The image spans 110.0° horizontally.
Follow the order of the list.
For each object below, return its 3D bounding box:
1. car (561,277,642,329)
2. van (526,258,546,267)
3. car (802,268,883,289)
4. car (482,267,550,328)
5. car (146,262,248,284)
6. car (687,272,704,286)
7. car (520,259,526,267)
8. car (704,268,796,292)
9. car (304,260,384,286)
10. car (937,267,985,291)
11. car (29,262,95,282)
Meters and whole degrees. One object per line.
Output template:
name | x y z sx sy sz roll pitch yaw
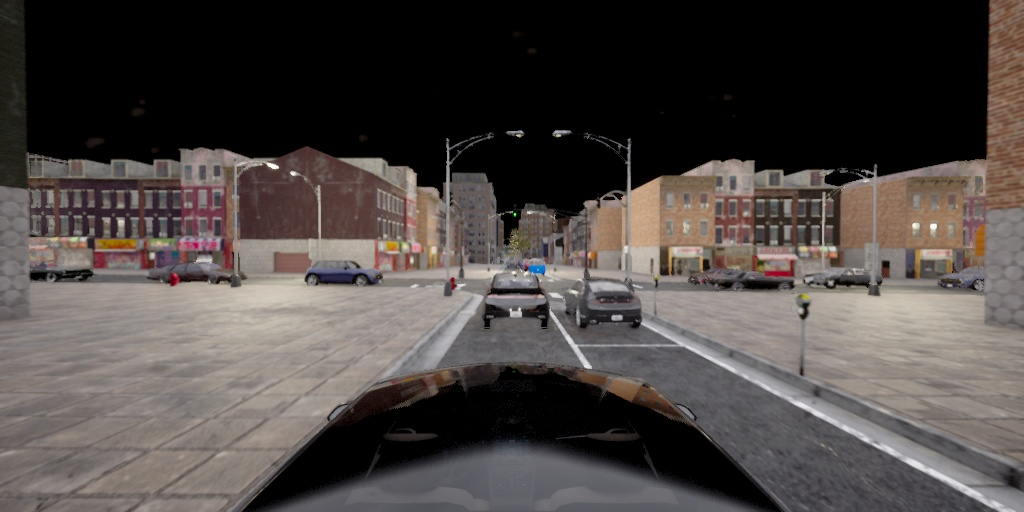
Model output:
car | 2.638 1.316 11.157 2.007 1.370 4.403 0 0 0
van | 2.643 1.215 38.112 1.690 1.789 3.998 0 0 0
car | 23.965 1.602 26.091 4.902 1.511 2.128 1 1 0
car | 0.115 1.258 11.453 2.128 1.511 4.902 0 0 0
car | -20.307 1.106 23.220 5.357 1.411 2.033 1 1 0
car | 15.127 1.557 26.113 4.181 1.385 1.994 1 1 0
car | 2.645 1.255 48.693 2.192 1.841 5.009 0 0 0
car | 15.444 1.637 23.203 4.718 1.301 1.895 1 1 1
car | -10.755 1.040 23.210 4.553 1.767 2.097 1 1 0
car | 34.056 1.580 26.055 4.553 1.767 2.097 1 1 0
car | -30.283 1.023 23.252 4.718 1.301 1.895 1 1 0
